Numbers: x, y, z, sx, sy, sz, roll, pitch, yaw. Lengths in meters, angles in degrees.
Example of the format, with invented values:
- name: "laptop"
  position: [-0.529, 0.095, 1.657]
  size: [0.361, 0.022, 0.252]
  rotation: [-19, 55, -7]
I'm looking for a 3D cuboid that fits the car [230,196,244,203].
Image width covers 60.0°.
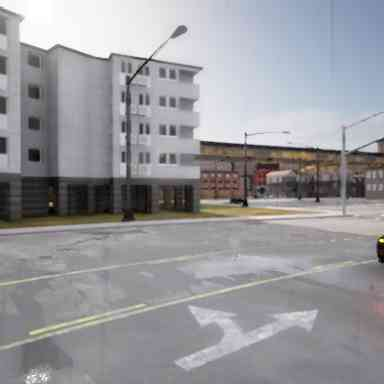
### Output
- name: "car"
  position: [8.957, 1.501, 64.421]
  size: [1.895, 1.301, 4.718]
  rotation: [0, 0, -10]

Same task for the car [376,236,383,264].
- name: "car"
  position: [7.477, 1.475, 9.579]
  size: [4.892, 1.490, 1.837]
  rotation: [-1, 0, -26]
